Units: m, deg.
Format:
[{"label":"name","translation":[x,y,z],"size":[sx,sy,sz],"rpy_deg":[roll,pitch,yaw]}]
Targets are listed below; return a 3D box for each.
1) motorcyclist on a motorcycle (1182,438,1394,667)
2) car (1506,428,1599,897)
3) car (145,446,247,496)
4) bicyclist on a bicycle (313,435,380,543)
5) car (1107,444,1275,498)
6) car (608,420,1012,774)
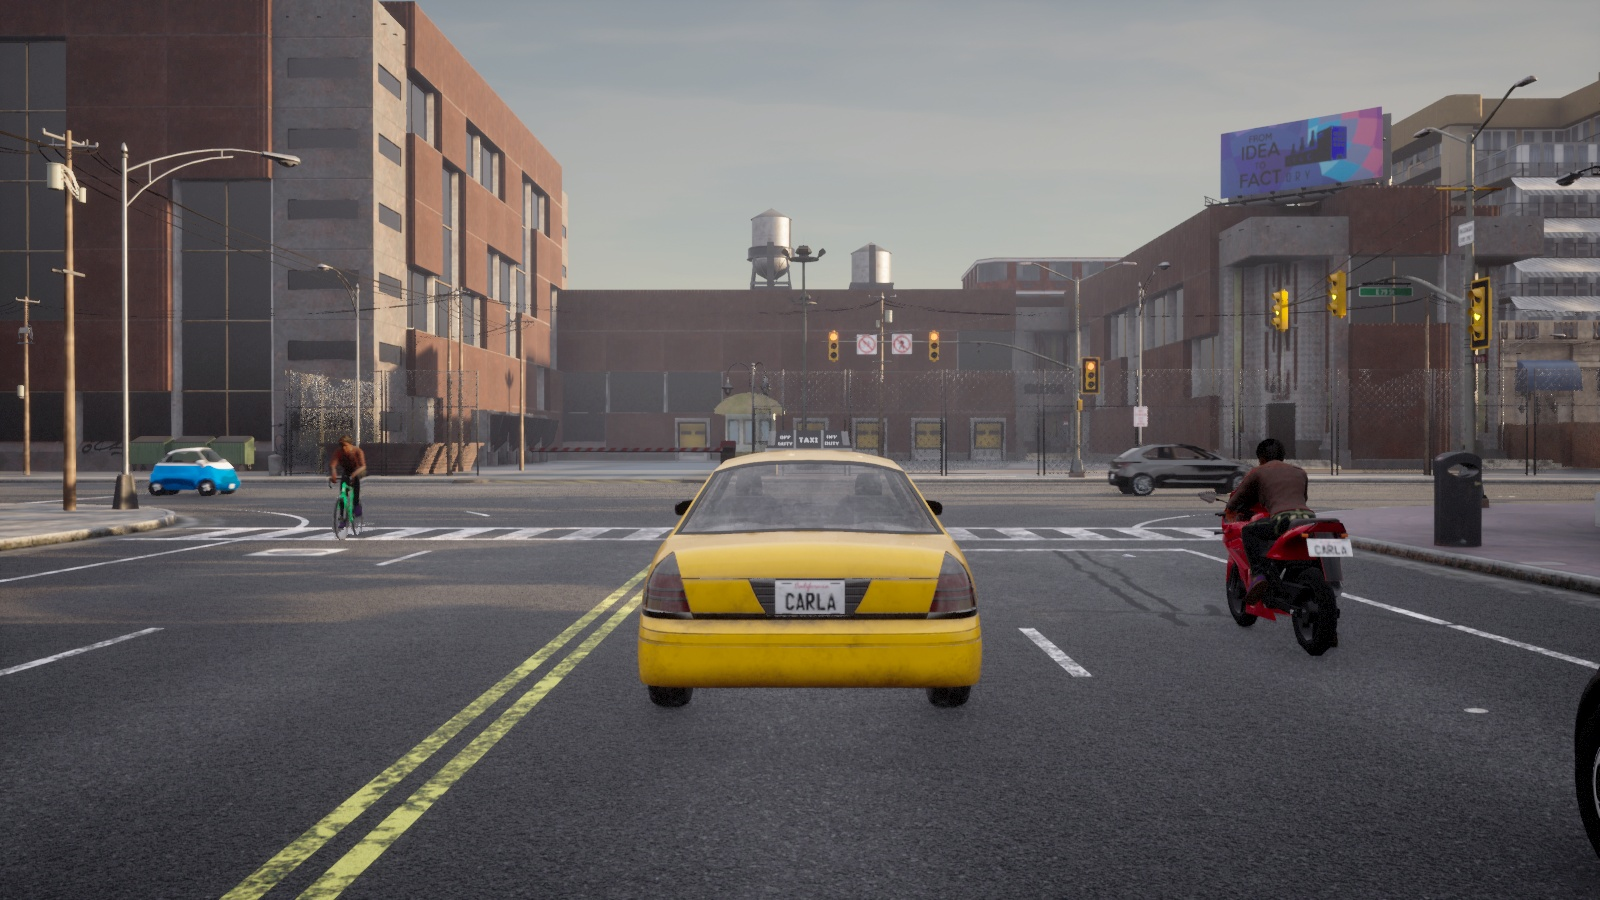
[{"label":"motorcyclist on a motorcycle","translation":[3.563,0.678,9.397],"size":[0.797,1.523,2.044],"rpy_deg":[0,0,0]},{"label":"car","translation":[3.526,0.712,2.849],"size":[1.789,1.549,3.705],"rpy_deg":[0,0,1]},{"label":"car","translation":[-17.230,0.585,35.879],"size":[2.207,1.376,1.481],"rpy_deg":[0,0,1]},{"label":"bicyclist on a bicycle","translation":[-7.101,0.582,19.726],"size":[0.582,1.620,1.656],"rpy_deg":[-1,1,-5]},{"label":"car","translation":[10.983,0.569,35.481],"size":[4.193,1.474,1.816],"rpy_deg":[0,0,1]},{"label":"car","translation":[0.057,0.639,8.274],"size":[1.801,1.575,5.366],"rpy_deg":[0,0,0]}]
